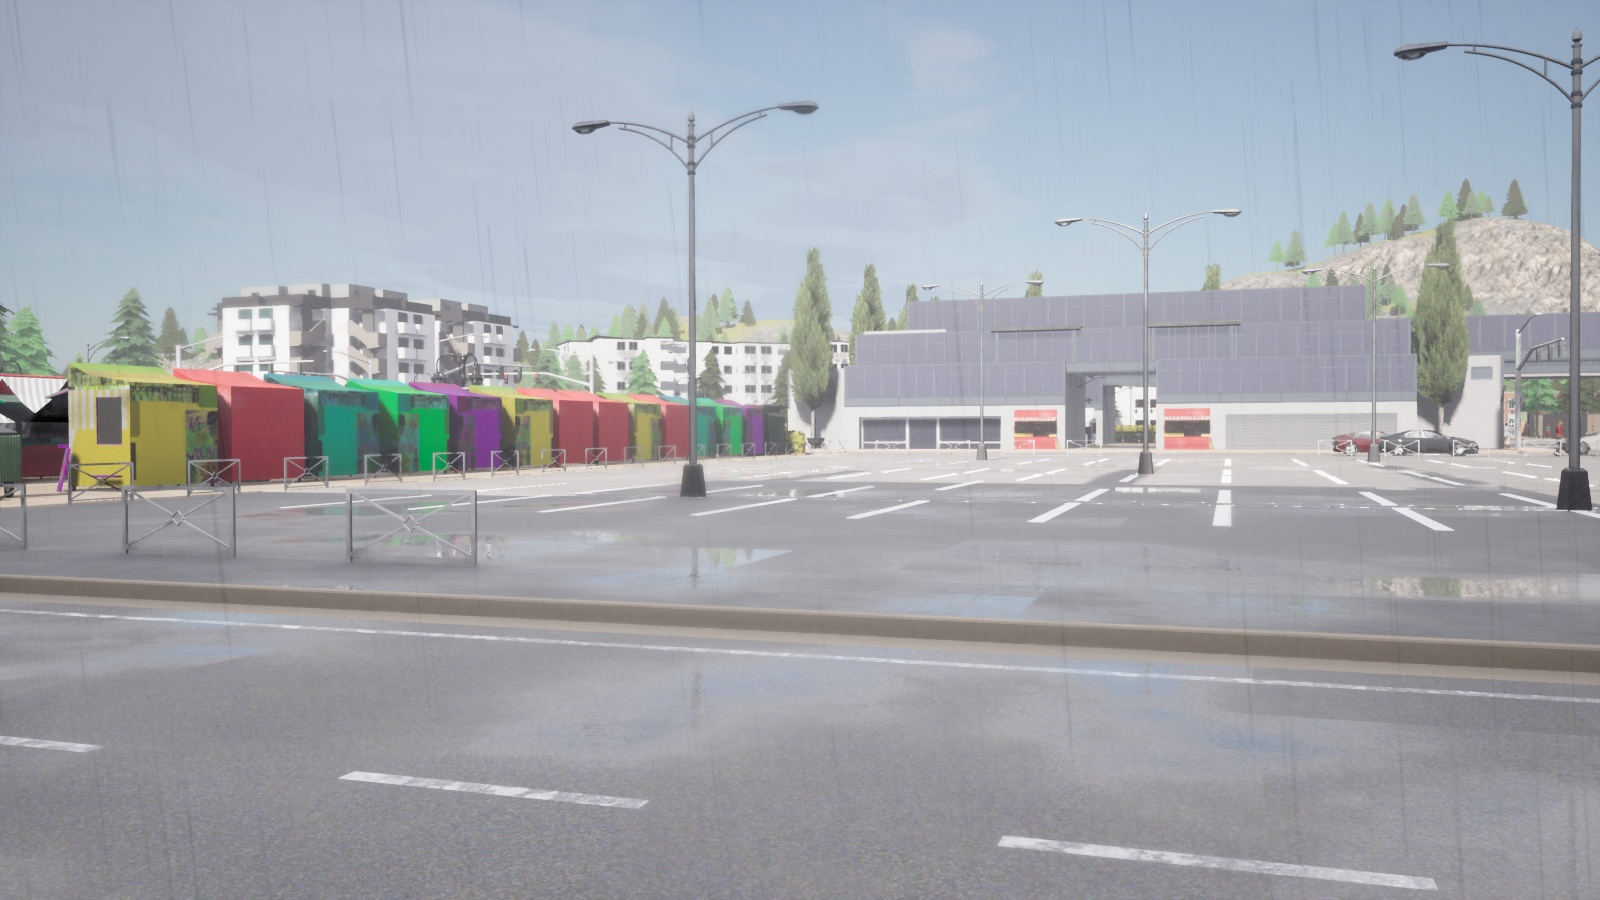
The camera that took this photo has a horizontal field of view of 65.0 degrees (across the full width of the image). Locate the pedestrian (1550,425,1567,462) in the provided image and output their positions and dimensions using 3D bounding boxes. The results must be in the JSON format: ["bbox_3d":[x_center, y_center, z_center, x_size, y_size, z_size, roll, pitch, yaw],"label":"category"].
[{"bbox_3d":[37.527,-0.313,62.106,0.636,1.846,0.331,1,1,19],"label":"pedestrian"}]

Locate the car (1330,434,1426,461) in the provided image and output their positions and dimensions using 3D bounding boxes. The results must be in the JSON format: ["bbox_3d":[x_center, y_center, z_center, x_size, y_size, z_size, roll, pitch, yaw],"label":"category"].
[{"bbox_3d":[32.991,-0.145,71.838,4.792,1.488,2.163,1,1,20],"label":"car"}]

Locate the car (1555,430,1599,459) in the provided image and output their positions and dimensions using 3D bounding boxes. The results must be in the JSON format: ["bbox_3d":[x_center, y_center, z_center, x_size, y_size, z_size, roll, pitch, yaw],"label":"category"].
[{"bbox_3d":[45.851,-0.304,71.024,5.027,1.651,2.152,1,1,19],"label":"car"}]

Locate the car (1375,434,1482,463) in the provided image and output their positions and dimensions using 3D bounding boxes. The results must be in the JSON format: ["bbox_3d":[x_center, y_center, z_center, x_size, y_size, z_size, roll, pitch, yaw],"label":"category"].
[{"bbox_3d":[33.860,-0.120,67.801,4.902,1.511,2.128,1,1,20],"label":"car"}]
